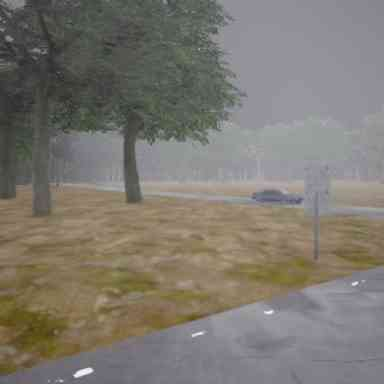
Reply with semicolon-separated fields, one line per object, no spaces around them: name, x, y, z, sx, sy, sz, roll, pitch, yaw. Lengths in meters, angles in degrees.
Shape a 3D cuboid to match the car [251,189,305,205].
car;8.036;0.396;31.125;2.033;1.411;5.357;1;2;-38
